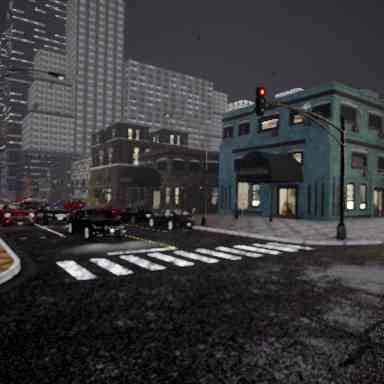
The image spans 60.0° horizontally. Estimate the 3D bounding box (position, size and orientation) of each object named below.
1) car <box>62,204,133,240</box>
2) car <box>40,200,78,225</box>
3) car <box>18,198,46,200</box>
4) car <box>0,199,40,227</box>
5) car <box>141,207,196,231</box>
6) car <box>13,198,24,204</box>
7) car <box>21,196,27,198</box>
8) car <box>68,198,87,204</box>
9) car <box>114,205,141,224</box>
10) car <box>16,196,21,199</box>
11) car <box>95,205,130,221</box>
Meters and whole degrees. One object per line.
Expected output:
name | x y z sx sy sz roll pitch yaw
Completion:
car | -5.183 1.619 17.789 1.837 1.490 4.892 2 -1 -35
car | -10.880 1.654 26.018 2.128 1.511 4.902 2 -1 -35
car | -16.702 1.717 34.432 1.837 1.490 4.892 2 -1 -35
car | -12.258 1.527 23.227 1.967 1.590 4.097 1 -1 -35
car | -1.435 1.823 22.770 2.008 1.369 4.403 1 -1 -35
car | -43.220 2.183 82.816 2.008 1.369 4.403 1 -1 -35
car | -33.828 2.074 69.270 1.752 1.417 4.829 1 -1 -35
car | -14.685 1.699 41.811 2.192 1.841 5.009 1 -1 -35
car | -4.559 1.864 27.275 1.947 1.339 4.313 1 -1 -35
car | -40.054 1.919 78.258 2.192 1.841 5.009 1 -1 -35
car | -7.682 1.907 31.778 1.802 1.307 4.206 1 -1 -35
